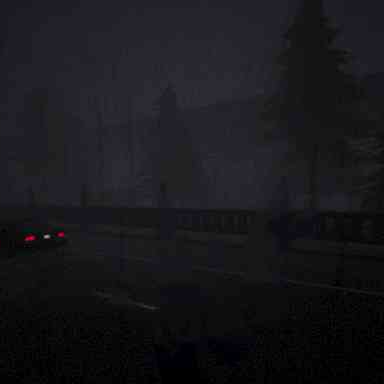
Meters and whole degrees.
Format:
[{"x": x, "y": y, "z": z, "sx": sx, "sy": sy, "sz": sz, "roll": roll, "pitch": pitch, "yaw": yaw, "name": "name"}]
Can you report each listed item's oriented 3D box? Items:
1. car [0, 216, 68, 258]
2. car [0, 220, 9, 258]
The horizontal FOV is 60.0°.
[{"x": -7.296, "y": 1.698, "z": 13.518, "sx": 5.357, "sy": 1.411, "sz": 2.033, "roll": -1, "pitch": 0, "yaw": 36, "name": "car"}, {"x": -7.538, "y": 1.617, "z": 9.383, "sx": 4.902, "sy": 1.511, "sz": 2.128, "roll": -1, "pitch": 0, "yaw": 36, "name": "car"}]
